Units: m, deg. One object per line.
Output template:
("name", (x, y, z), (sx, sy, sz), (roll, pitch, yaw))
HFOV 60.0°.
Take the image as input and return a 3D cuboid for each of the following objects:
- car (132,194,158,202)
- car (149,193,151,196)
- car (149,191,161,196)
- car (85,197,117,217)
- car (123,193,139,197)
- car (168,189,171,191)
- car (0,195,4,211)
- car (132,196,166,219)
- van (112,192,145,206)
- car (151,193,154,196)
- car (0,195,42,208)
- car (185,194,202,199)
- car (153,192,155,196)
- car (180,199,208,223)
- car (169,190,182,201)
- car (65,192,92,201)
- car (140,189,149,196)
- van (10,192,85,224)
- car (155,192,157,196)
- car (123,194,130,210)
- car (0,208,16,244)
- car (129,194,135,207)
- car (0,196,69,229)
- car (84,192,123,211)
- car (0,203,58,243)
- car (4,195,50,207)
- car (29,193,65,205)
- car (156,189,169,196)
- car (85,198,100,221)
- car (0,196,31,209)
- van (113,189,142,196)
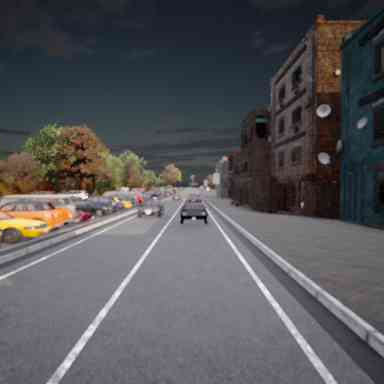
("car", (-9.163, 1.089, 65.045), (4.674, 1.452, 2.002), (-1, 0, 1))
("car", (-9.228, 1.160, 51.271), (4.892, 1.521, 2.231), (0, 0, 0))
("car", (-8.979, 1.067, 62.402), (5.366, 1.575, 1.946), (0, 0, 0))
("car", (-9.376, 1.373, 29.006), (4.674, 1.452, 2.002), (0, 0, 0))
("car", (-9.297, 1.250, 40.138), (4.892, 1.521, 2.231), (0, 0, 0))
("car", (-9.145, 0.649, 94.029), (4.674, 1.452, 2.002), (0, 1, 1))
("car", (-22.450, 1.163, 34.639), (4.553, 1.767, 2.185), (0, 0, 0))
("car", (-3.307, 1.316, 27.592), (2.128, 1.511, 4.902), (0, 0, 0))
("van", (-9.136, 0.957, 48.361), (4.442, 1.987, 1.878), (0, 0, 0))
("car", (-9.188, 1.166, 54.054), (4.792, 1.488, 2.163), (0, 0, 0))
("car", (-22.371, 1.224, 42.995), (5.008, 1.535, 2.097), (0, 0, 0))
("car", (0.180, 1.061, 42.279), (2.097, 1.767, 4.553), (0, 0, 0))
("car", (-9.202, 1.155, 56.837), (4.674, 1.452, 2.002), (0, 0, 0))
("car", (0.132, 1.450, 24.266), (1.895, 1.301, 4.718), (0, 0, 0))
("car", (-3.096, 0.986, 68.936), (2.128, 1.511, 4.902), (0, 1, 0))
("car", (-22.196, 0.919, 65.272), (4.553, 1.767, 2.185), (0, 0, 0))
("car", (-9.241, 0.953, 45.702), (5.566, 2.045, 2.435), (0, 0, 0))
("van", (-9.308, 1.167, 20.590), (4.442, 1.987, 1.878), (0, 0, 0))
("car", (-9.211, 1.122, 59.620), (4.792, 1.488, 2.163), (0, 0, 0))
("car", (-9.345, 1.293, 34.572), (4.892, 1.521, 2.231), (0, 0, 0))
("car", (-9.480, 1.487, 12.306), (4.674, 1.452, 2.002), (0, 0, 0))
("car", (-9.507, 1.267, 37.356), (5.366, 1.575, 1.946), (0, 0, 0))
("car", (-9.412, 1.285, 17.871), (4.553, 1.767, 2.185), (0, 0, 0))
("car", (-9.325, 1.188, 31.787), (4.553, 1.767, 2.185), (0, 0, 0))
("car", (-9.275, 1.426, 15.088), (5.366, 1.575, 1.946), (0, 0, 0))
("car", (-22.535, 1.199, 45.655), (5.366, 1.575, 1.946), (0, 0, 0))
("car", (-22.282, 1.031, 51.347), (4.553, 1.767, 2.185), (0, 0, 0))
("car", (-9.222, 0.695, 88.378), (4.792, 1.488, 2.163), (0, 1, 1))
("car", (-9.379, 1.402, 23.439), (4.792, 1.488, 2.163), (0, 0, 0))
("car", (-22.354, 1.275, 40.208), (4.792, 1.488, 2.163), (0, 0, 0))
("van", (-9.170, 1.001, 42.919), (4.442, 1.987, 1.878), (0, 0, 0))
